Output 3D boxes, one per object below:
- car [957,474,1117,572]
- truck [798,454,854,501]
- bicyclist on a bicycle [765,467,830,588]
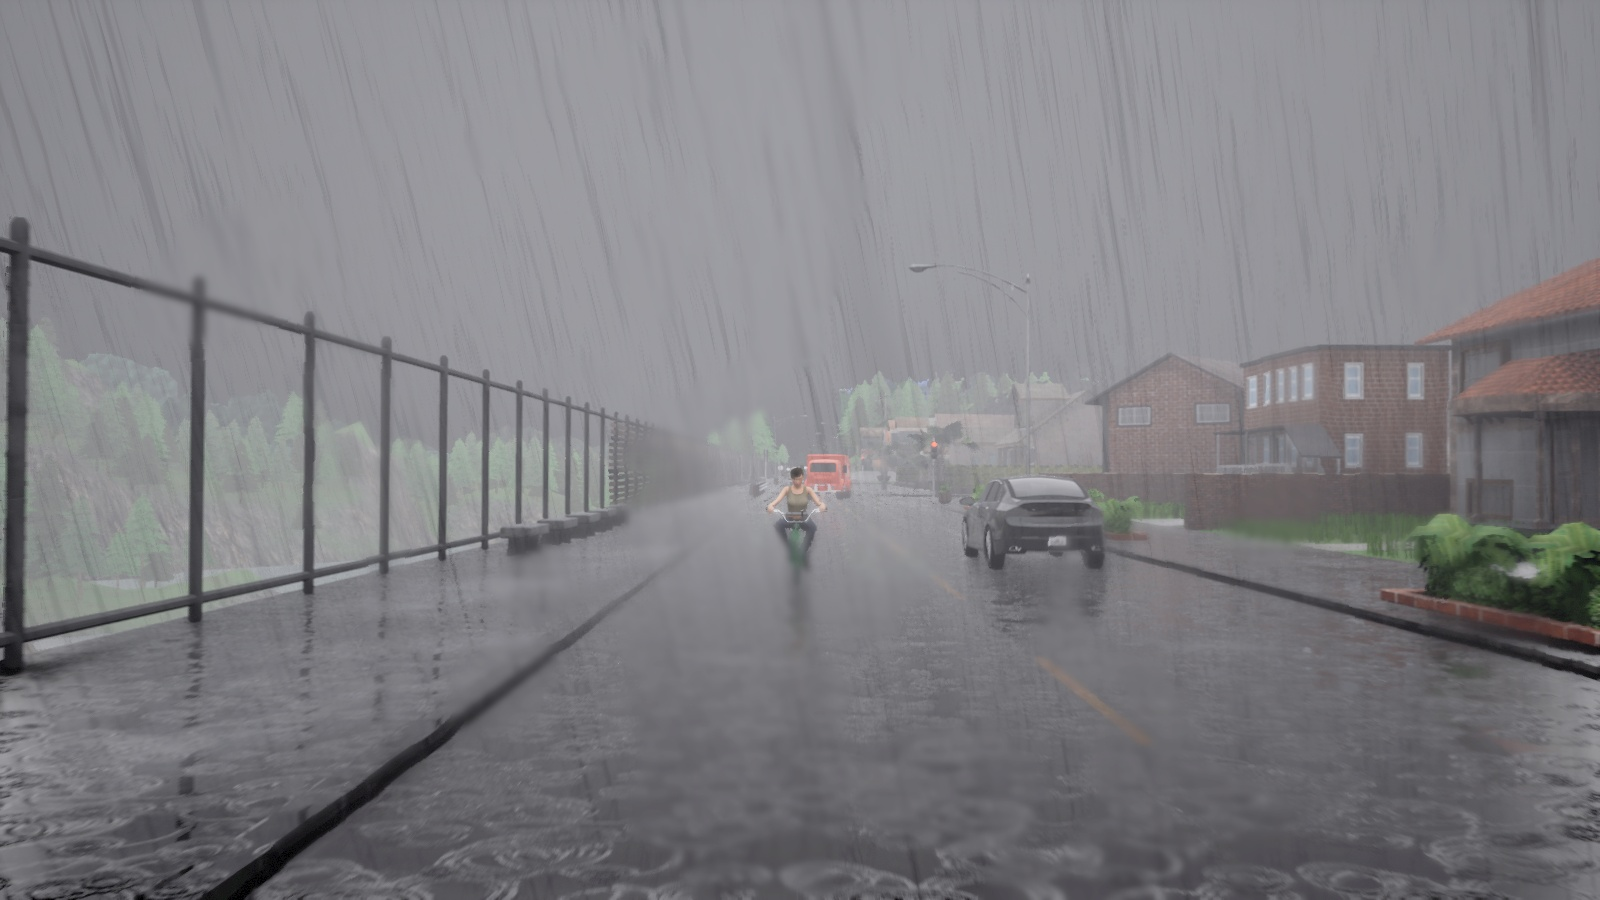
[{"bbox_3d":[3.962,1.169,21.813,1.837,1.490,4.892,0,-1,0],"label":"car"},{"bbox_3d":[1.476,1.475,68.866,2.627,2.467,5.204,0,-1,6],"label":"truck"},{"bbox_3d":[-0.026,1.046,17.576,0.866,1.612,1.509,0,-1,0],"label":"bicyclist on a bicycle"}]
